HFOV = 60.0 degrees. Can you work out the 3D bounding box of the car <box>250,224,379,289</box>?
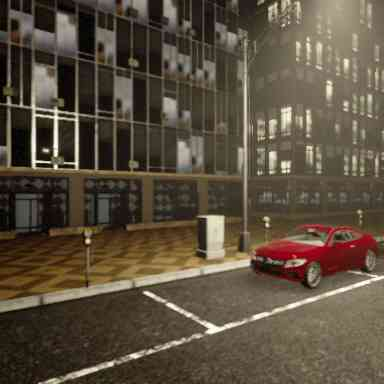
[{"bbox_3d":[3.451,1.546,9.018,4.206,1.307,1.802,0,0,-36],"label":"car"}]
